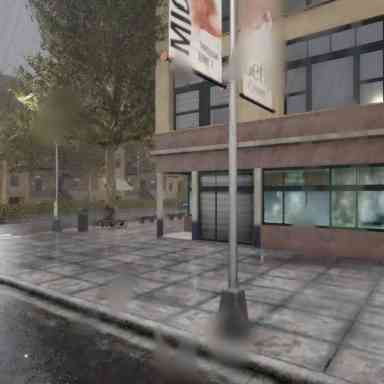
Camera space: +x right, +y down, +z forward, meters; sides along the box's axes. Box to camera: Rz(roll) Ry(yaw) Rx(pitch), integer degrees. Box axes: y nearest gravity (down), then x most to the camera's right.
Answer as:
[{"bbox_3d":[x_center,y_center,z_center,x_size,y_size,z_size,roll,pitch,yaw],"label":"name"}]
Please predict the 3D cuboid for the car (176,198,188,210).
[{"bbox_3d":[-0.052,1.507,42.779,1.837,1.490,4.892,0,-1,36],"label":"car"}]
